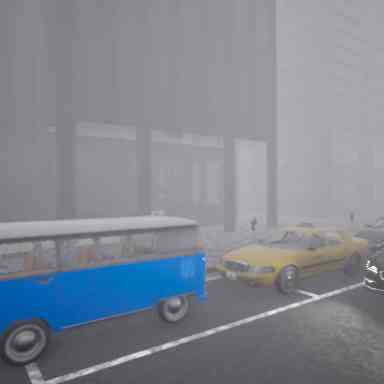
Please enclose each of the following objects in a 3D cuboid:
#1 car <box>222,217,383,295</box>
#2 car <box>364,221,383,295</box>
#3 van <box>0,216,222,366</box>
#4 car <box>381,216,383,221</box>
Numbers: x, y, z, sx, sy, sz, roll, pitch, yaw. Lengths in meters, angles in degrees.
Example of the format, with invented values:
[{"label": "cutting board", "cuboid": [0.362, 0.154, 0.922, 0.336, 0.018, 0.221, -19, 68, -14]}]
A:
[{"label": "car", "cuboid": [2.821, 1.499, 8.668, 4.829, 1.417, 1.752, 0, 0, -36]}, {"label": "car", "cuboid": [5.792, 1.472, 7.515, 4.892, 1.490, 1.837, 0, 0, -36]}, {"label": "van", "cuboid": [-1.629, 1.335, 5.492, 3.998, 1.788, 1.690, 0, 0, -36]}, {"label": "car", "cuboid": [7.546, 1.504, 12.041, 4.403, 1.369, 2.008, 0, 0, -36]}]
